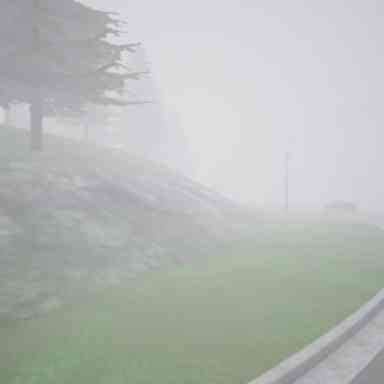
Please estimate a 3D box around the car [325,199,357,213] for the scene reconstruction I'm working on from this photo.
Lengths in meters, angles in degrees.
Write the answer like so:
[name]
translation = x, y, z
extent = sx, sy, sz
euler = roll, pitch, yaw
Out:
[car]
translation = 16.869, 1.541, 37.957
extent = 1.882, 1.535, 5.008
euler = 0, 0, -1
